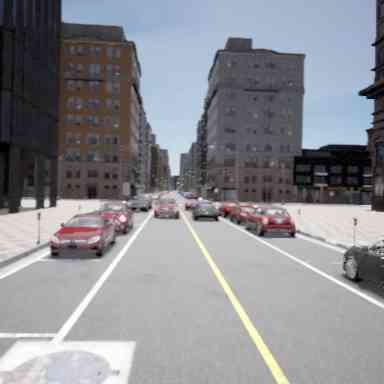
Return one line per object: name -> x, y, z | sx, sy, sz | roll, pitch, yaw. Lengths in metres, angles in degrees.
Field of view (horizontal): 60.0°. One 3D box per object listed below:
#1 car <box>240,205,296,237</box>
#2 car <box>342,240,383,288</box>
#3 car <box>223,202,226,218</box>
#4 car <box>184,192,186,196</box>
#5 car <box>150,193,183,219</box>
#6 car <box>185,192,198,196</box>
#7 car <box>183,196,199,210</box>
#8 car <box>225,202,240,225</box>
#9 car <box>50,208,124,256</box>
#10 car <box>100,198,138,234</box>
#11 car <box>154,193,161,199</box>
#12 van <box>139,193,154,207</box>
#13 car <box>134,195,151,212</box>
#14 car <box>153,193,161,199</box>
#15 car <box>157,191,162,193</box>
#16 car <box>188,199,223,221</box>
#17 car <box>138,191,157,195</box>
car -> 4.243, 1.502, 18.632 | 1.967, 1.590, 4.097 | 1, 0, -4
car -> 5.035, 1.657, 7.382 | 2.008, 1.369, 4.403 | 1, 0, -4
car -> 3.446, 1.559, 29.883 | 1.887, 1.381, 4.507 | 1, 0, -4
car -> -0.443, 1.238, 84.993 | 1.887, 1.381, 4.507 | 1, 0, -4
car -> -2.079, 1.241, 27.735 | 2.097, 1.767, 4.553 | 1, 0, -4
car -> 0.359, 1.085, 73.707 | 2.192, 1.841, 5.009 | 1, 0, -4
car -> 0.074, 1.510, 40.236 | 1.895, 1.301, 4.718 | 1, 0, -3
car -> 3.843, 1.620, 24.258 | 1.802, 1.307, 4.206 | 1, 0, -4
car -> -3.866, 1.466, 12.429 | 1.802, 1.307, 4.206 | 1, 0, -4
car -> -4.261, 1.302, 18.055 | 1.967, 1.590, 4.097 | 1, 0, -4
car -> -9.333, 0.981, 89.887 | 1.752, 1.417, 4.829 | 1, 0, -4
van -> -6.245, 1.083, 46.185 | 1.690, 1.788, 3.998 | 1, 0, -4
car -> -5.456, 1.357, 34.932 | 1.947, 1.339, 4.313 | 1, 0, -4
car -> -8.935, 1.020, 84.246 | 1.752, 1.417, 4.829 | 1, 0, -4
car -> -8.139, 1.097, 72.965 | 1.752, 1.417, 4.829 | 1, 0, -4
car -> 1.029, 1.528, 27.143 | 1.994, 1.385, 4.181 | 1, 0, -3
car -> -5.847, 1.083, 40.558 | 2.192, 1.841, 5.009 | 1, 0, -4
